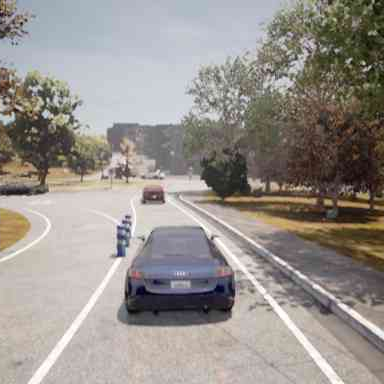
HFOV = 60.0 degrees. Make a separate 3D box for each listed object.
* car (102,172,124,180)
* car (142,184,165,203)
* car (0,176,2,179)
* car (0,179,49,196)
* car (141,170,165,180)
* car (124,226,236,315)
[{"bbox_3d":[-16.993,-3.543,71.442,4.553,1.767,2.097,0,5,2],"label":"car"},{"bbox_3d":[-3.489,0.043,30.033,1.882,1.535,5.008,-1,5,-8],"label":"car"},{"bbox_3d":[-38.486,-2.691,62.691,1.895,1.301,4.718,2,5,25],"label":"car"},{"bbox_3d":[-18.208,-0.346,35.333,5.357,1.411,2.033,0,5,-4],"label":"car"},{"bbox_3d":[-8.503,-3.766,71.934,5.566,2.045,2.150,3,5,30],"label":"car"},{"bbox_3d":[-0.304,1.432,7.448,1.994,1.385,4.181,0,2,-3],"label":"car"}]
